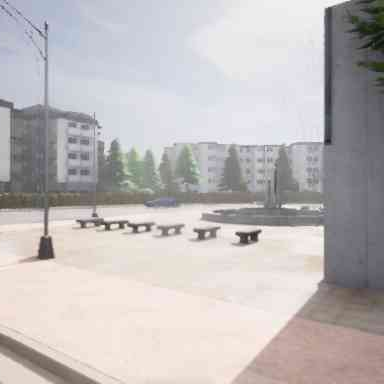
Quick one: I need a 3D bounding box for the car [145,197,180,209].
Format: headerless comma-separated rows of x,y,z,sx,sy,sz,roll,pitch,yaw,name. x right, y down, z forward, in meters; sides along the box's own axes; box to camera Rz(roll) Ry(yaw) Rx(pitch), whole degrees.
-3.966,1.439,45.351,5.008,1.535,1.882,0,0,-37,car
